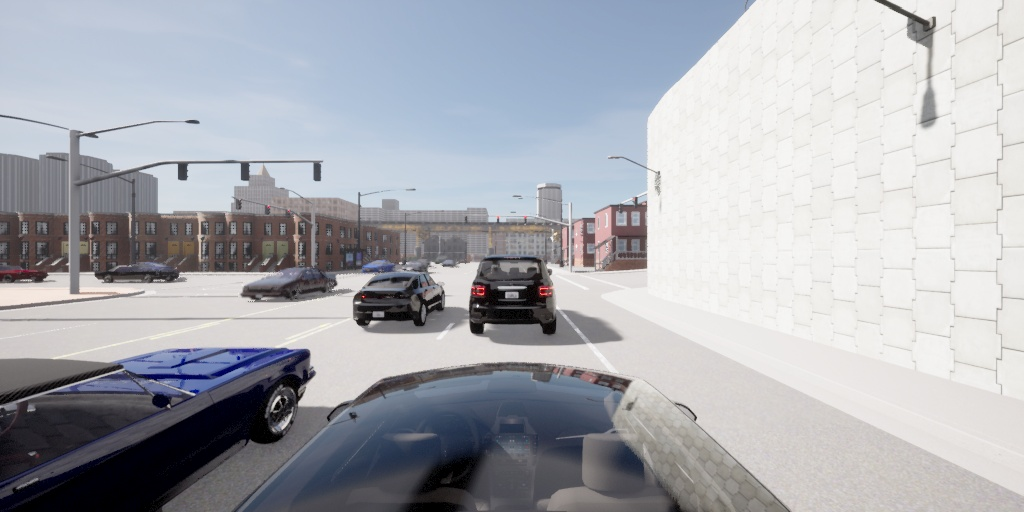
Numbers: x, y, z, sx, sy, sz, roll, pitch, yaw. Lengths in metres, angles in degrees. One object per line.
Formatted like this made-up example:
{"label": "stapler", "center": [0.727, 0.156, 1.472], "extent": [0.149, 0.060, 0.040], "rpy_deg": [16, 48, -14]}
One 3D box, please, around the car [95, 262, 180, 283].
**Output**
{"label": "car", "center": [-28.178, 1.350, 27.081], "extent": [4.718, 1.301, 1.895], "rpy_deg": [0, 0, 0]}

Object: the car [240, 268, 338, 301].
{"label": "car", "center": [-10.604, 1.297, 17.673], "extent": [2.033, 1.411, 5.357], "rpy_deg": [0, 0, 0]}

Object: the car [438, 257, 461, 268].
{"label": "car", "center": [-10.590, 1.296, 60.862], "extent": [2.033, 1.411, 5.357], "rpy_deg": [0, 0, 0]}

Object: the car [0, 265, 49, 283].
{"label": "car", "center": [-38.295, 1.350, 27.045], "extent": [4.718, 1.301, 1.895], "rpy_deg": [0, 0, 0]}

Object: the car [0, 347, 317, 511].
{"label": "car", "center": [-3.397, 1.351, 2.370], "extent": [1.895, 1.301, 4.718], "rpy_deg": [0, 0, 0]}

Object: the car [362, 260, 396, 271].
{"label": "car", "center": [-14.467, 1.226, 39.327], "extent": [1.882, 1.535, 5.008], "rpy_deg": [0, 0, 7]}

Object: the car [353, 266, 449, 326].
{"label": "car", "center": [-3.422, 1.255, 11.624], "extent": [1.837, 1.490, 4.892], "rpy_deg": [0, 0, 0]}

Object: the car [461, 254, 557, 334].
{"label": "car", "center": [0.062, 0.971, 10.734], "extent": [2.150, 2.045, 5.566], "rpy_deg": [0, 0, 1]}

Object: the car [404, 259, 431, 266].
{"label": "car", "center": [-10.609, 1.241, 39.495], "extent": [2.128, 1.511, 4.902], "rpy_deg": [0, 0, 0]}
